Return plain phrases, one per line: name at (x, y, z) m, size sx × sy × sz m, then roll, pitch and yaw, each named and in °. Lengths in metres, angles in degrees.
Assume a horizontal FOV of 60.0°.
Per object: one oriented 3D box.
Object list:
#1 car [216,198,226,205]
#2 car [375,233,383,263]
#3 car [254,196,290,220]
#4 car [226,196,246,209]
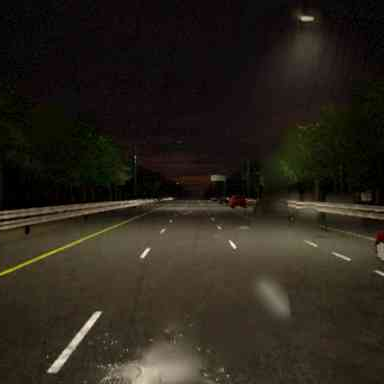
car at (7.342, 2.153, 77.145) m, size 1.837 × 1.490 × 4.892 m, roll 0°, pitch -1°, yaw 1°
car at (7.007, 1.509, 9.036) m, size 1.882 × 1.535 × 5.008 m, roll 0°, pitch 0°, yaw 0°
car at (7.054, 1.348, 29.675) m, size 2.150 × 2.045 × 5.566 m, roll 0°, pitch 0°, yaw 0°
car at (7.161, 1.588, 52.509) m, size 2.150 × 2.045 × 5.566 m, roll 0°, pitch -1°, yaw 0°
